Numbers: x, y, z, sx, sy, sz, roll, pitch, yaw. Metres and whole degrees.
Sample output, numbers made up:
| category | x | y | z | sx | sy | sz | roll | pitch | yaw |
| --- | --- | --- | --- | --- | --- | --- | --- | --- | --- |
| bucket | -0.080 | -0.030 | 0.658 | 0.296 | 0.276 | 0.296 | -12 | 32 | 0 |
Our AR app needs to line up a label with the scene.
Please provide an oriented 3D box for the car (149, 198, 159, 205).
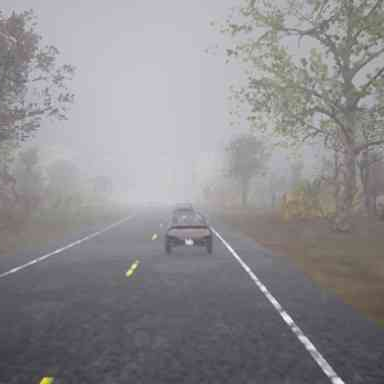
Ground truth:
| category | x | y | z | sx | sy | sz | roll | pitch | yaw |
| --- | --- | --- | --- | --- | --- | --- | --- | --- | --- |
| car | -8.185 | 2.053 | 71.350 | 1.812 | 1.442 | 4.674 | 0 | 0 | -7 |

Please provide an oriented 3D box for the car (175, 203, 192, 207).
| category | x | y | z | sx | sy | sz | roll | pitch | yaw |
| --- | --- | --- | --- | --- | --- | --- | --- | --- | --- |
| car | -0.744 | 1.763 | 29.393 | 1.837 | 1.490 | 4.892 | 0 | 0 | -3 |

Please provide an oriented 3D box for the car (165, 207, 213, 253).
| category | x | y | z | sx | sy | sz | roll | pitch | yaw |
| --- | --- | --- | --- | --- | --- | --- | --- | --- | --- |
| car | -0.155 | 1.622 | 14.364 | 2.128 | 1.511 | 4.902 | 0 | 0 | -1 |

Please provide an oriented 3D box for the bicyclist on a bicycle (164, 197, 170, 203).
| category | x | y | z | sx | sy | sz | roll | pitch | yaw |
| --- | --- | --- | --- | --- | --- | --- | --- | --- | --- |
| bicyclist on a bicycle | -6.426 | 2.053 | 89.588 | 0.866 | 1.612 | 1.509 | 0 | 0 | -10 |
